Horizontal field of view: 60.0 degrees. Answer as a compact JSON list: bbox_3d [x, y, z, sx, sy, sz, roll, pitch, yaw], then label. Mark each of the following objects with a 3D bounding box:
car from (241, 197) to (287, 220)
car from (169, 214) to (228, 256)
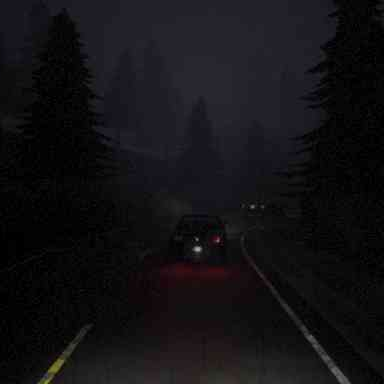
[{"bbox_3d":[5.728,1.136,26.008,2.097,1.767,4.553,0,1,38],"label":"car"},{"bbox_3d":[0.399,1.495,12.695,1.895,1.301,4.718,0,0,6],"label":"car"}]
